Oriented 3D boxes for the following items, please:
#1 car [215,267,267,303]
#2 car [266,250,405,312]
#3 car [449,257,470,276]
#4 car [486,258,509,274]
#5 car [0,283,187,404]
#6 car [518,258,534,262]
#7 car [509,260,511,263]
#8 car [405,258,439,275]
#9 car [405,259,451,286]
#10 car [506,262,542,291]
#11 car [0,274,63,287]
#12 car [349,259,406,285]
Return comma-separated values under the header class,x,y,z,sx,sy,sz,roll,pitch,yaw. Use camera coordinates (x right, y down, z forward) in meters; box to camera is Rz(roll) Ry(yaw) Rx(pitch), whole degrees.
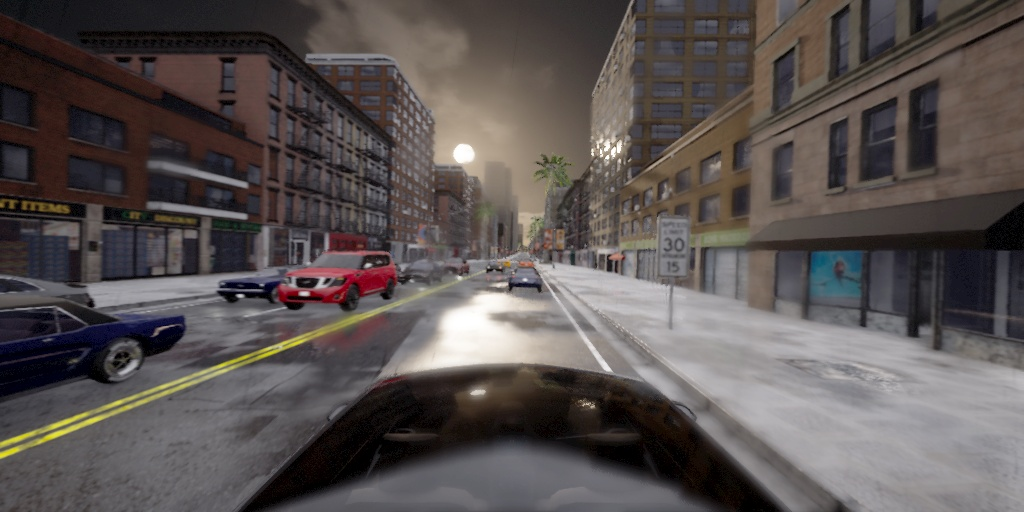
class,x,y,z,sx,sy,sz,roll,pitch,yaw
car,-9.423,1.089,14.748,1.895,1.301,4.718,2,0,2
car,-6.207,0.795,13.668,2.150,2.045,5.566,2,0,2
car,-5.349,0.903,34.200,2.097,1.767,4.553,2,0,3
car,-1.738,1.230,39.589,1.895,1.301,4.718,2,0,2
car,-6.602,1.176,3.915,1.895,1.301,4.718,2,0,2
car,1.865,1.046,48.288,2.097,1.767,4.553,2,0,2
car,-1.165,1.074,53.982,1.882,1.535,5.008,2,1,2
car,-8.585,0.991,34.649,1.812,1.442,4.674,2,0,3
car,-5.806,1.113,23.909,2.033,1.411,5.357,2,0,2
car,0.823,1.306,22.164,1.994,1.385,4.181,2,0,2
car,-9.789,0.982,5.486,2.128,1.511,4.902,2,0,2
car,-9.027,0.985,24.515,1.837,1.490,4.892,2,0,2
